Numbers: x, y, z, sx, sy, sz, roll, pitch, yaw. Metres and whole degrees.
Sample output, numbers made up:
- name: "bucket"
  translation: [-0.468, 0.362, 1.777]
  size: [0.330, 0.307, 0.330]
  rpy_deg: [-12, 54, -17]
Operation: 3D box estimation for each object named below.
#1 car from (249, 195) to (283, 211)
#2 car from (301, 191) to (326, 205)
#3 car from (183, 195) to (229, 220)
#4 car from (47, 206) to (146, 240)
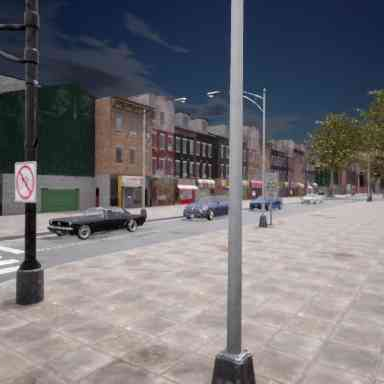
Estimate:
- name: "car"
  translation: [7.399, 1.019, 32.903]
  size: [1.882, 1.535, 5.008]
  rpy_deg: [1, 1, 36]
- name: "car"
  translation: [16.267, 0.921, 45.174]
  size: [1.812, 1.442, 4.674]
  rpy_deg: [1, 1, 36]
- name: "car"
  translation: [1.324, 1.024, 24.401]
  size: [2.097, 1.767, 4.553]
  rpy_deg: [1, 1, 36]
- name: "car"
  translation: [-4.503, 1.408, 16.245]
  size: [1.895, 1.301, 4.718]
  rpy_deg: [1, 1, 35]
